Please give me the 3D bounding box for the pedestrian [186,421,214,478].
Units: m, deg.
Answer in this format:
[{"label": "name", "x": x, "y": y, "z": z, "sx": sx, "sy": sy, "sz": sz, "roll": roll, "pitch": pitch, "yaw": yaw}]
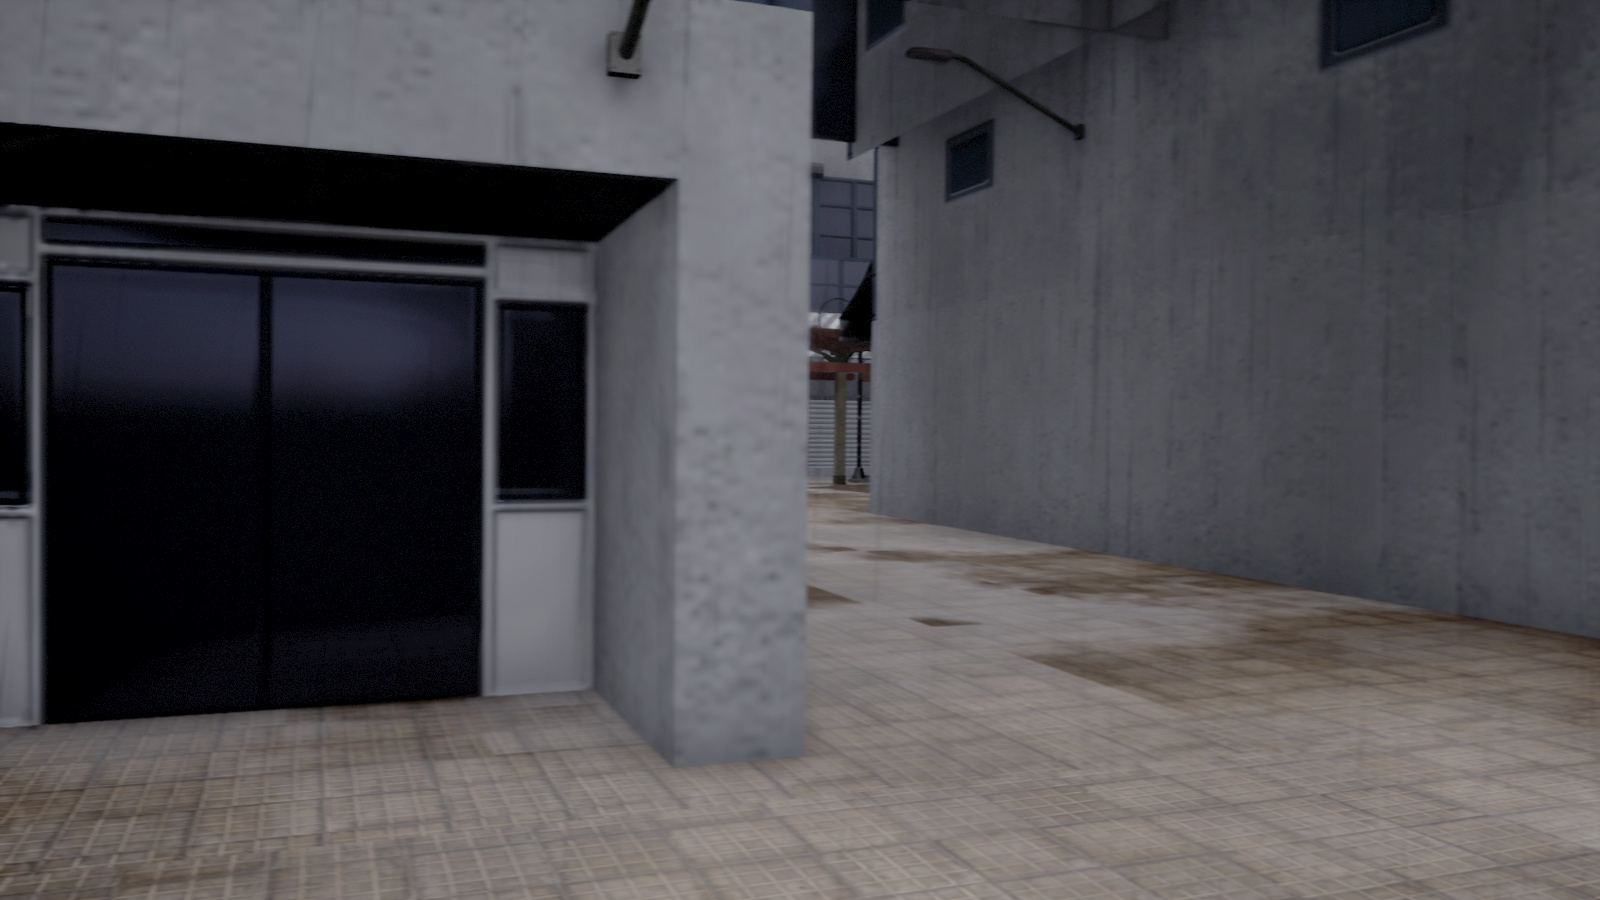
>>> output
[{"label": "pedestrian", "x": -20.648, "y": -0.021, "z": 43.229, "sx": 0.788, "sy": 1.949, "sz": 0.423, "roll": -1, "pitch": 1, "yaw": -22}]
